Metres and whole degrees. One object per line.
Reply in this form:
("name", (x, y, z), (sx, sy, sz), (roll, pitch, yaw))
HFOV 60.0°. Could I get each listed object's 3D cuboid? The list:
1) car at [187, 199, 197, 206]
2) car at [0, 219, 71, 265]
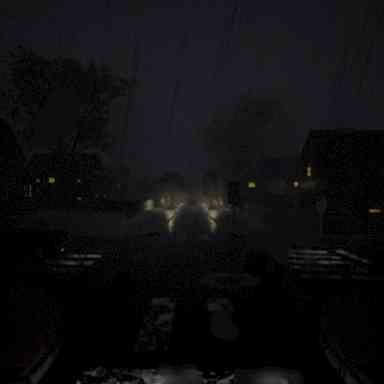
("car", (0.061, 2.075, 68.344), (1.882, 1.535, 5.008), (0, -1, 0))
("car", (-6.523, 1.555, 10.863), (4.718, 1.301, 1.895), (2, 0, -8))
